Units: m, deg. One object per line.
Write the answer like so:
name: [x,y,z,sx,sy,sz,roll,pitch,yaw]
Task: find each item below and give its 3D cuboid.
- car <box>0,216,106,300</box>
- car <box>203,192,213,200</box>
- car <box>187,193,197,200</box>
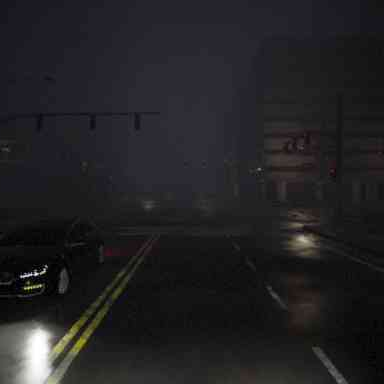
car: [-3.559,1.437,8.372,1.837,1.490,4.892,0,0,0]
car: [3.497,0.795,72.099,1.837,1.490,4.892,0,0,0]
car: [-0.003,0.848,72.099,1.994,1.385,4.181,0,0,0]
